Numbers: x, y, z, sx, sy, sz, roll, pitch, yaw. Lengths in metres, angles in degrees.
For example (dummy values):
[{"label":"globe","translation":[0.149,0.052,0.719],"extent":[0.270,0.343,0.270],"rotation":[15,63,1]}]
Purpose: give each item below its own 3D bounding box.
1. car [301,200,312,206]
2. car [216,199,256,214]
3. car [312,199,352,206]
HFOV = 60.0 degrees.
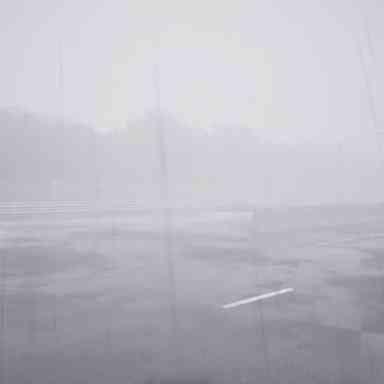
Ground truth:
[{"label":"car","translation":[13.315,1.497,35.047],"extent":[4.674,1.442,1.812],"rotation":[0,0,-35]},{"label":"car","translation":[4.361,1.426,33.017],"extent":[4.181,1.385,1.994],"rotation":[0,-1,-36]},{"label":"car","translation":[13.687,1.574,31.028],"extent":[4.718,1.301,1.895],"rotation":[0,0,-35]}]
